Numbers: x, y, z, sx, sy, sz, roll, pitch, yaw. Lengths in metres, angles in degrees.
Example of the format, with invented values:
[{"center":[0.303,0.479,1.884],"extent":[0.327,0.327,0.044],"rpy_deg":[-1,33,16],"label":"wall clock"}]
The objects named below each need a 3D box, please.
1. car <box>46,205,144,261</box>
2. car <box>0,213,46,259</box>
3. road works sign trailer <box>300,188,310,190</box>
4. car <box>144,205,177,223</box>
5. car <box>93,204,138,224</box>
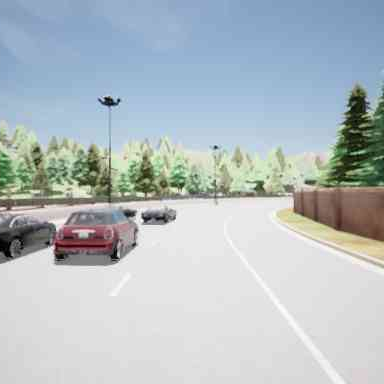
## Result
[{"center":[-3.400,1.406,12.723],"extent":[2.097,1.767,4.553],"rpy_deg":[0,0,1],"label":"car"},{"center":[-6.901,1.547,12.804],"extent":[2.128,1.511,4.902],"rpy_deg":[0,0,1],"label":"car"},{"center":[25.974,0.784,76.286],"extent":[2.880,3.560,2.380],"rpy_deg":[0,0,-42],"label":"road works sign trailer"},{"center":[-2.458,1.712,26.284],"extent":[1.895,1.301,4.718],"rpy_deg":[0,0,9],"label":"car"},{"center":[-5.943,1.714,26.626],"extent":[1.895,1.301,4.718],"rpy_deg":[0,0,9],"label":"car"}]
